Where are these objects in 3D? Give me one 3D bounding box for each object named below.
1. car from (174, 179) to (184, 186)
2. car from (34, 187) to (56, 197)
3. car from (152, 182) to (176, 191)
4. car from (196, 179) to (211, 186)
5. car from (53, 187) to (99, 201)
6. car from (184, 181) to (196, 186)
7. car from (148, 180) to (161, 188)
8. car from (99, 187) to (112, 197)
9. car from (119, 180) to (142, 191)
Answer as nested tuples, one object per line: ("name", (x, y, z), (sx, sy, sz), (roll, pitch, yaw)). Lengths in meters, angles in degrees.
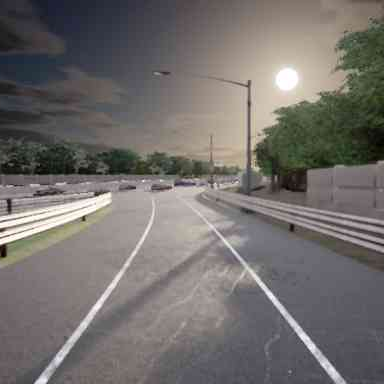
("car", (-3.249, -2.643, 92.935), (2.150, 2.045, 5.566), (0, 3, 17))
("car", (-18.358, 0.100, 43.364), (1.837, 1.490, 4.892), (0, 3, 17))
("car", (-5.212, -0.801, 62.444), (1.895, 1.301, 4.718), (0, 3, 17))
("car", (3.436, -2.264, 90.868), (1.994, 1.385, 4.181), (0, 3, 17))
("car", (-12.896, 0.450, 37.288), (1.895, 1.301, 4.718), (0, 3, 17))
("car", (0.090, -2.364, 91.892), (1.882, 1.535, 5.008), (0, 3, 17))
("car", (-6.831, -1.203, 69.124), (1.837, 1.490, 4.892), (0, 3, 17))
("car", (-13.276, -0.095, 48.024), (1.994, 1.385, 4.181), (0, 3, 17))
("car", (-12.160, -0.919, 63.656), (2.128, 1.511, 4.902), (0, 3, 17))
